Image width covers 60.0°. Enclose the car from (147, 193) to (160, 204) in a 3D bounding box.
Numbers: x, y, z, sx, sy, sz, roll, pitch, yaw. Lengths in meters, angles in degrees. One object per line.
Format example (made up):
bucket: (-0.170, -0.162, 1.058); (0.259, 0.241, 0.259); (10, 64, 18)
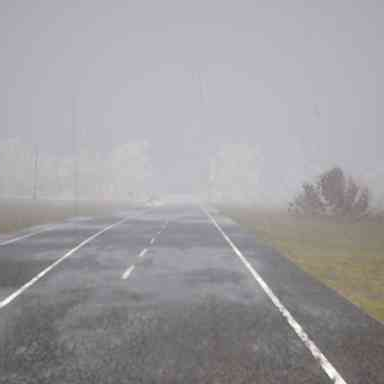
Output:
car: (-7.476, 0.997, 63.654); (2.097, 1.767, 4.553); (-20, 1, 0)
